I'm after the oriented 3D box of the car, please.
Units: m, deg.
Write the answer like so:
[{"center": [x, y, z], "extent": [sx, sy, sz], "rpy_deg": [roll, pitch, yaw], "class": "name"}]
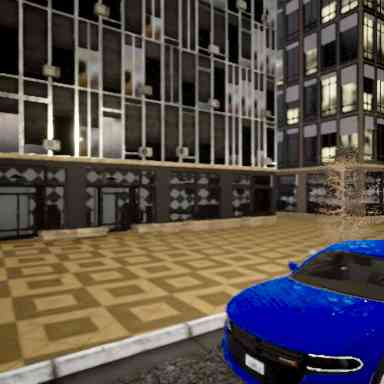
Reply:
[{"center": [2.676, 1.494, 4.842], "extent": [5.008, 1.535, 1.882], "rpy_deg": [0, 0, -35], "class": "car"}]
